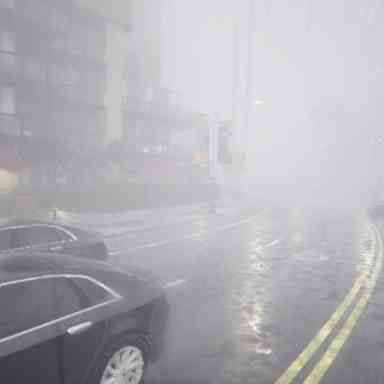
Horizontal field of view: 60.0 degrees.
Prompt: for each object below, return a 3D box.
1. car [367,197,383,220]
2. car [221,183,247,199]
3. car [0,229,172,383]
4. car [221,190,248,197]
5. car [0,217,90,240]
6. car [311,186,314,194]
[{"bbox_3d":[13.678,1.112,23.406,1.882,1.535,5.008,1,1,20],"label":"car"},{"bbox_3d":[6.716,0.017,55.812,2.150,2.045,5.566,0,1,-24],"label":"car"},{"bbox_3d":[-2.244,1.401,2.767,1.837,1.490,4.892,2,2,39],"label":"car"},{"bbox_3d":[7.949,0.249,62.711,4.718,1.301,1.895,2,2,37],"label":"car"},{"bbox_3d":[-3.888,1.298,6.259,1.837,1.490,4.892,2,2,38],"label":"car"},{"bbox_3d":[33.751,-0.192,89.070,2.002,1.452,4.674,0,2,-43],"label":"car"}]
